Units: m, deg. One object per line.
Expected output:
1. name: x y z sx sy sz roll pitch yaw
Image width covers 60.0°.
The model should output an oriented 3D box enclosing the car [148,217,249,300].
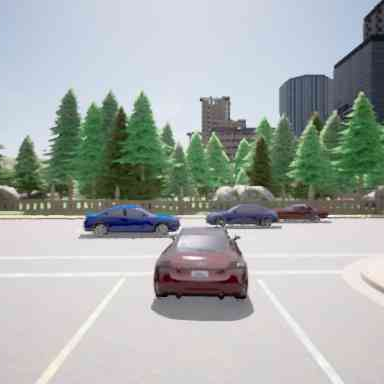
1. car: 0.299 1.562 8.401 1.994 1.385 4.181 0 -1 4

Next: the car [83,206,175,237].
1. car: -3.127 1.483 17.505 5.008 1.535 1.882 0 0 -2

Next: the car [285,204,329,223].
1. car: 7.633 1.592 25.127 4.718 1.301 1.895 0 0 -2

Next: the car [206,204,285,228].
1. car: 3.212 1.524 21.439 4.674 1.442 1.812 0 0 -2
